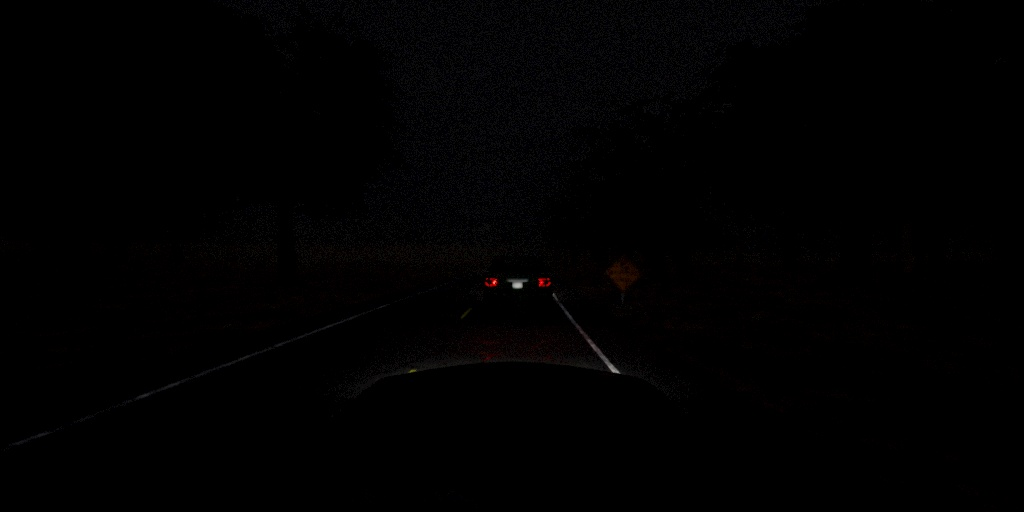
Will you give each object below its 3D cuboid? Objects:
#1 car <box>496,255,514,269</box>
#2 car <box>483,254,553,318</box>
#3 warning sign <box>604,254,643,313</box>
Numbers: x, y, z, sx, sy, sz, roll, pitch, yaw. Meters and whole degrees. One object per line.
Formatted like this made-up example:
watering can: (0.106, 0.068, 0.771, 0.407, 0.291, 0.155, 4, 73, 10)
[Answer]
car: (-0.979, 0.849, 53.492, 2.150, 2.045, 5.566, 0, 0, 4)
car: (0.256, 0.954, 13.037, 2.150, 2.045, 5.566, 0, 0, 2)
warning sign: (3.696, 0.857, 12.038, 1.300, 1.860, 1.060, 0, 0, 2)
